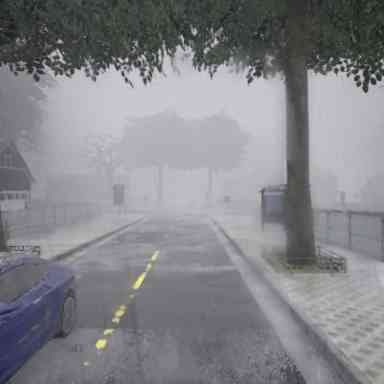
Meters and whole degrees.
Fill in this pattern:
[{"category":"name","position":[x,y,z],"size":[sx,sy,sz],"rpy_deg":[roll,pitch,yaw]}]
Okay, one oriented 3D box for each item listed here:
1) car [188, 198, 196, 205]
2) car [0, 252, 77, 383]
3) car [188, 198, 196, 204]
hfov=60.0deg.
[{"category":"car","position":[0.018,2.593,82.077],"size":[1.994,1.385,4.181],"rpy_deg":[0,-1,0]},{"category":"car","position":[-2.862,1.565,4.021],"size":[1.812,1.442,4.674],"rpy_deg":[0,-1,0]},{"category":"car","position":[0.021,2.571,95.016],"size":[2.097,1.767,4.553],"rpy_deg":[0,-1,0]}]
